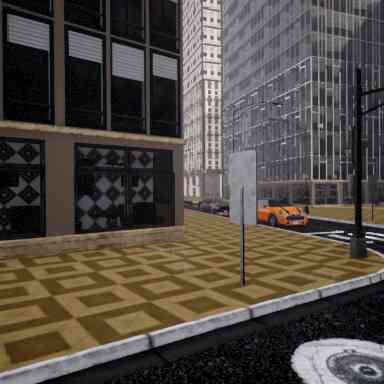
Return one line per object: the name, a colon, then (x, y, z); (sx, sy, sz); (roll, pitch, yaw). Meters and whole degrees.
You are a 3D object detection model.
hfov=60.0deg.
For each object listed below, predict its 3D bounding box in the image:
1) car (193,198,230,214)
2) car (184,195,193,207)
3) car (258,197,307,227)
car: (2.092, 1.227, 31.109); (2.033, 1.411, 5.357); (-1, 1, -18)
car: (-1.405, 1.075, 41.520); (2.033, 1.411, 5.357); (-1, 1, -18)
car: (5.330, 1.172, 21.451); (2.097, 1.767, 4.553); (-1, 1, -18)
